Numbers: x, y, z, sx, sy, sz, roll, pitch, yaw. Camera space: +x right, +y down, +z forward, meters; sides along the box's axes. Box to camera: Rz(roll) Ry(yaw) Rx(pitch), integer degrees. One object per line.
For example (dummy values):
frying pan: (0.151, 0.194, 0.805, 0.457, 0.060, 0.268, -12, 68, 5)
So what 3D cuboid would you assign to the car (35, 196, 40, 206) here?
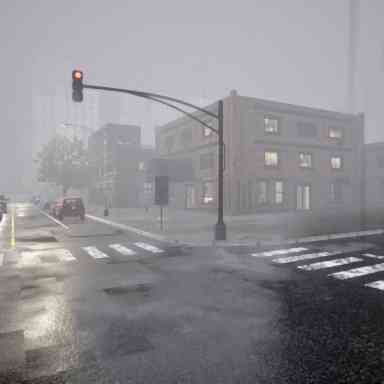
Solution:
car: (-20.863, 1.590, 47.503, 2.008, 1.369, 4.403, 0, 0, -28)

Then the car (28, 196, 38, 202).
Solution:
car: (-36.615, 1.684, 76.672, 1.802, 1.307, 4.206, 0, 0, -28)

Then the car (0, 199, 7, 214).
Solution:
car: (-15.847, 1.541, 26.099, 1.812, 1.442, 4.674, 0, 0, -28)

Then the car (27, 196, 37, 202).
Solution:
car: (-39.242, 1.680, 81.535, 1.947, 1.339, 4.313, 0, 0, -28)

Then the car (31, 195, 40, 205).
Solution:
car: (-26.113, 1.639, 57.226, 1.802, 1.307, 4.206, 0, 0, -28)

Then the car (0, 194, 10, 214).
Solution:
car: (-20.827, 1.247, 35.462, 2.150, 2.045, 5.566, 0, 0, -28)

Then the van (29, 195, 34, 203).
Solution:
van: (-31.365, 1.419, 66.950, 1.690, 1.788, 3.998, 0, 0, -28)

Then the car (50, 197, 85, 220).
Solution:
car: (-10.359, 1.330, 28.057, 2.192, 1.841, 5.009, 0, 0, -28)

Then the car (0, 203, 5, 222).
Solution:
car: (-11.380, 1.555, 17.778, 2.033, 1.411, 5.357, 0, 0, -28)

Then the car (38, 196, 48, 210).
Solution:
car: (-18.237, 1.598, 42.642, 1.947, 1.339, 4.313, 0, 0, -28)

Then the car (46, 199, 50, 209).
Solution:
car: (-12.986, 1.586, 32.918, 1.947, 1.339, 4.313, 0, 0, -28)
